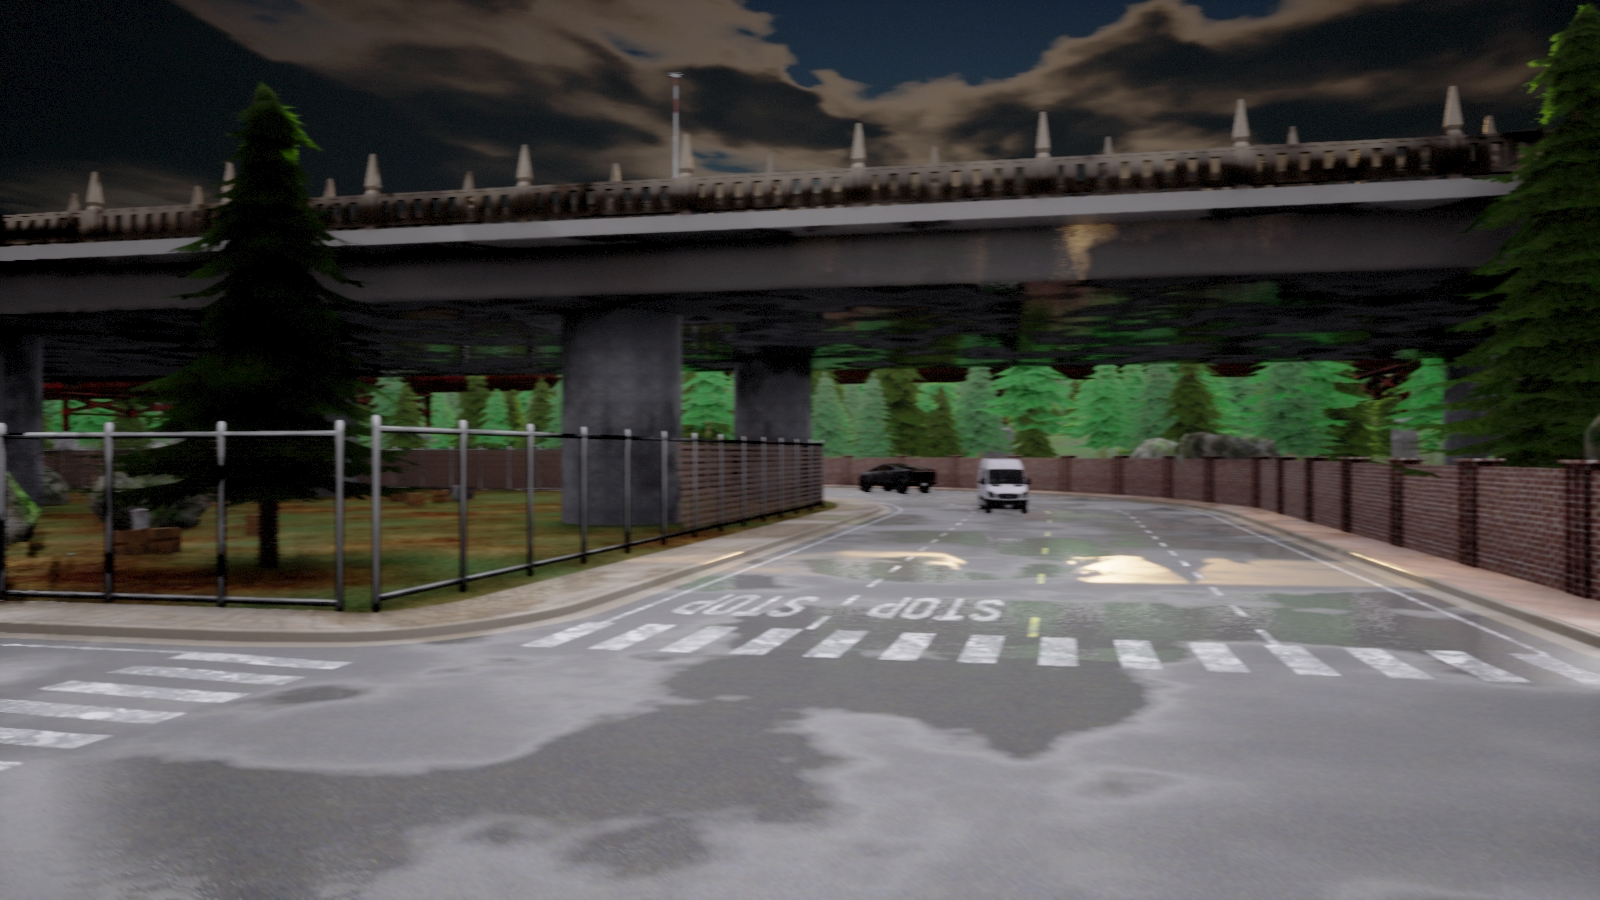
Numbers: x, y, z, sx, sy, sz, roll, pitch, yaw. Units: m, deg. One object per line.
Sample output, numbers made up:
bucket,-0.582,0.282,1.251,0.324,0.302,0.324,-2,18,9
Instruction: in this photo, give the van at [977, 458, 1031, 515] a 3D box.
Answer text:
van,9.754,1.688,55.046,1.988,2.561,5.915,0,0,5
